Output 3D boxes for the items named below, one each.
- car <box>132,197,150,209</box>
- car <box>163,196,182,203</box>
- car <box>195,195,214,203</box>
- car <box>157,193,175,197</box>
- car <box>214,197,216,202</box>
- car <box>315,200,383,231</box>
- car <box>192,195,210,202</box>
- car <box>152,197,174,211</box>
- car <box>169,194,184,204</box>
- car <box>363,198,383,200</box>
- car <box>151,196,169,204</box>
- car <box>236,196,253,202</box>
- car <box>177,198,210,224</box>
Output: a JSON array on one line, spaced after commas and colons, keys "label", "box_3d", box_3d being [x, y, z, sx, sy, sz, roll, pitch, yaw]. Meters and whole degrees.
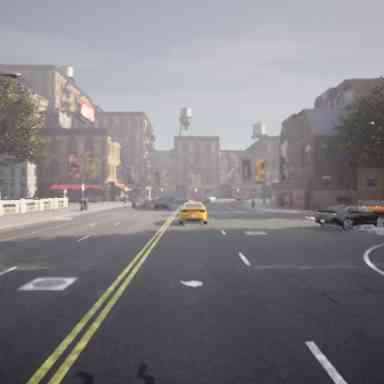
[{"label": "car", "box_3d": [-6.971, 1.484, 45.462, 2.128, 1.511, 4.902, 0, 0, 2]}, {"label": "car", "box_3d": [-4.248, 1.582, 72.421, 1.895, 1.301, 4.718, 0, 0, 30]}, {"label": "car", "box_3d": [2.014, 1.554, 59.623, 1.994, 1.385, 4.181, 0, 0, 15]}, {"label": "car", "box_3d": [-4.586, 1.210, 62.836, 2.150, 2.045, 5.566, 0, 0, 17]}, {"label": "car", "box_3d": [3.682, 1.511, 73.023, 1.812, 1.442, 4.674, 0, 0, 30]}, {"label": "car", "box_3d": [9.934, 1.488, 20.620, 4.902, 1.511, 2.128, 0, -1, -24]}, {"label": "car", "box_3d": [2.207, 1.470, 77.225, 1.837, 1.490, 4.892, 0, 0, 33]}, {"label": "car", "box_3d": [-3.582, 1.594, 40.849, 1.895, 1.301, 4.718, 0, 0, 0]}, {"label": "car", "box_3d": [-2.121, 1.554, 58.373, 1.994, 1.385, 4.181, 0, 0, 13]}, {"label": "car", "box_3d": [12.989, 1.348, 25.298, 4.553, 1.767, 2.097, 0, 0, 6]}, {"label": "car", "box_3d": [-6.412, 1.508, 67.114, 2.002, 1.452, 4.674, 0, 0, 20]}, {"label": "car", "box_3d": [12.646, 1.582, 79.075, 4.718, 1.301, 1.895, 0, 0, -43]}, {"label": "car", "box_3d": [0.095, 1.473, 24.962, 1.882, 1.535, 5.008, 0, 0, 0]}]
